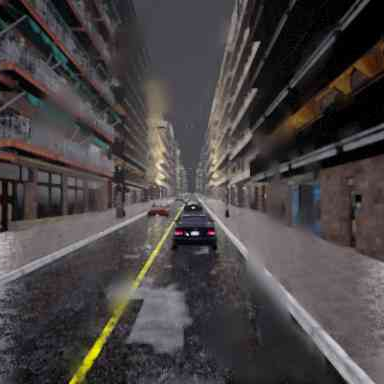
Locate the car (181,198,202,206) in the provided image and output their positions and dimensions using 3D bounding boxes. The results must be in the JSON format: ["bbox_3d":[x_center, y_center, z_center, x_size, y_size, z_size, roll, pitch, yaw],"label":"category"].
[{"bbox_3d":[0.116,1.572,35.881,1.994,1.385,4.181,0,0,0],"label":"car"}]

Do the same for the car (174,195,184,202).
[{"bbox_3d":[-2.720,1.417,70.613,1.882,1.535,5.008,0,0,0],"label":"car"}]

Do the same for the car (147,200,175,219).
[{"bbox_3d":[-2.836,1.611,29.610,1.895,1.301,4.718,0,0,0],"label":"car"}]

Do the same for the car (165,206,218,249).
[{"bbox_3d":[0.104,1.559,14.644,2.033,1.411,5.357,0,0,0],"label":"car"}]
